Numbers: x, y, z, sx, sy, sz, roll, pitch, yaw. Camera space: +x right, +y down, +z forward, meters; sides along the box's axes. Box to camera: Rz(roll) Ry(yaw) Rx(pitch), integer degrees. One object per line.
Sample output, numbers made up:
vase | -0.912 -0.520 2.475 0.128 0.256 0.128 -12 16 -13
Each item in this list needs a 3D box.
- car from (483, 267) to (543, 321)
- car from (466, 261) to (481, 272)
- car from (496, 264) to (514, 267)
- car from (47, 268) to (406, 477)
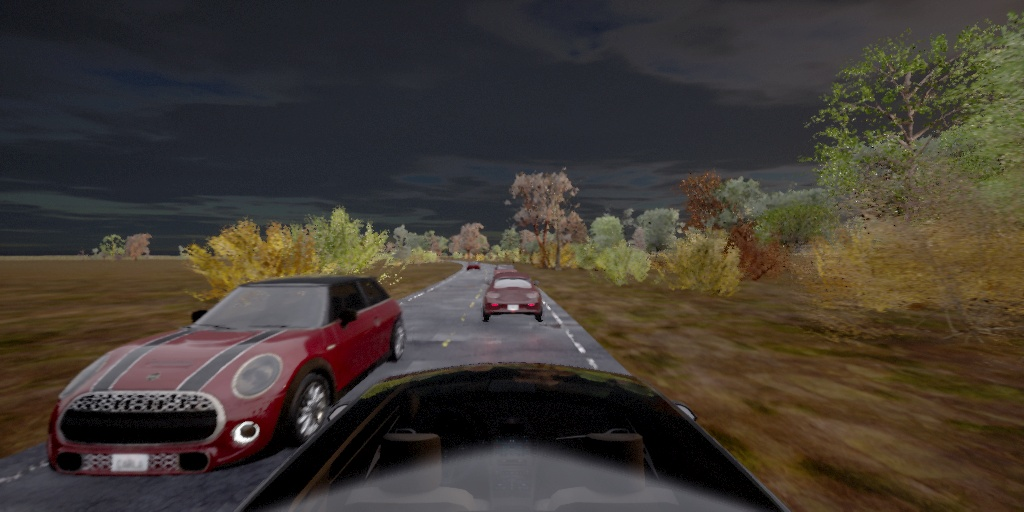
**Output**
car | -0.003 1.274 12.340 1.812 1.442 4.674 0 0 -1
car | -4.974 1.352 46.888 1.895 1.301 4.718 0 0 -5
car | -0.618 1.350 30.120 1.895 1.301 4.718 0 0 -3
car | -3.140 1.099 5.183 2.097 1.767 4.553 0 0 0
